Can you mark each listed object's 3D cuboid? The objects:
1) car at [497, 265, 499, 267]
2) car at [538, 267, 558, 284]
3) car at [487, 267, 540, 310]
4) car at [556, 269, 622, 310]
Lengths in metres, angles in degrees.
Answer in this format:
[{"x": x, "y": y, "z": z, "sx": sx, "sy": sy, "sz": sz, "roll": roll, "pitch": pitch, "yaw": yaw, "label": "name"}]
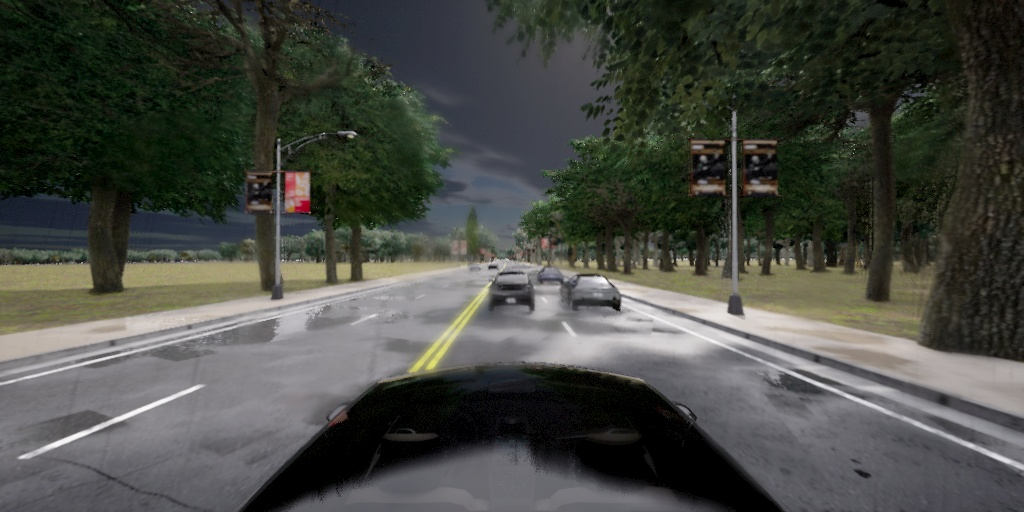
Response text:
[{"x": -0.027, "y": 1.634, "z": 30.193, "sx": 1.895, "sy": 1.301, "sz": 4.718, "roll": 0, "pitch": -1, "yaw": 0, "label": "car"}, {"x": 3.225, "y": 1.600, "z": 30.488, "sx": 1.994, "sy": 1.385, "sz": 4.181, "roll": 0, "pitch": 0, "yaw": 1, "label": "car"}, {"x": 0.008, "y": 1.394, "z": 15.430, "sx": 1.837, "sy": 1.490, "sz": 4.892, "roll": 0, "pitch": 0, "yaw": 0, "label": "car"}, {"x": 3.259, "y": 1.452, "z": 15.469, "sx": 1.994, "sy": 1.385, "sz": 4.181, "roll": 0, "pitch": 0, "yaw": 0, "label": "car"}]
